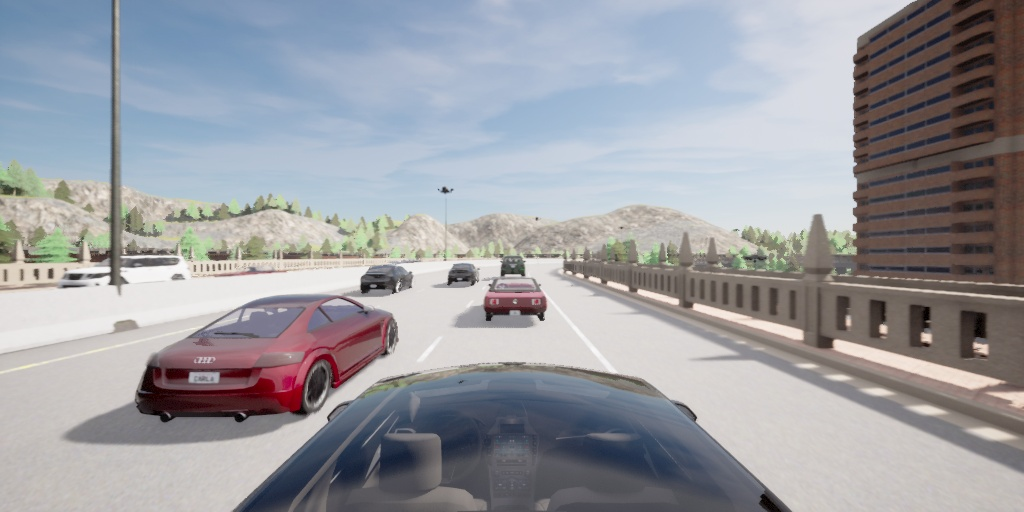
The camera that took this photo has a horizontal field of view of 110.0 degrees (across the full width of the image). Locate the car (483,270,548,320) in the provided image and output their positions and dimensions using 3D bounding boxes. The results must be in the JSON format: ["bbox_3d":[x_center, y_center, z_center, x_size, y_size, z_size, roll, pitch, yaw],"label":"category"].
[{"bbox_3d":[0.096,1.351,12.550,1.895,1.301,4.718,0,0,0],"label":"car"}]

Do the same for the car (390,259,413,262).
[{"bbox_3d":[-13.749,1.277,42.417,1.812,1.442,4.674,0,0,4],"label":"car"}]

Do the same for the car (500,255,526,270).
[{"bbox_3d":[0.096,0.973,32.356,2.150,2.045,5.566,0,0,0],"label":"car"}]

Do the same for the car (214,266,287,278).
[{"bbox_3d":[-17.597,1.352,24.332,1.895,1.301,4.718,0,0,0],"label":"car"}]

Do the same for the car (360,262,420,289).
[{"bbox_3d":[-6.906,1.256,20.278,1.837,1.490,4.892,0,0,0],"label":"car"}]

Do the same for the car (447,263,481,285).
[{"bbox_3d":[-3.409,1.256,25.709,1.837,1.490,4.892,0,0,0],"label":"car"}]

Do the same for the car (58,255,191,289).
[{"bbox_3d":[-21.101,0.973,19.981,2.150,2.045,5.566,0,0,0],"label":"car"}]

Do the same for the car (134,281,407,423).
[{"bbox_3d":[-3.403,1.314,5.969,1.994,1.385,4.181,0,0,0],"label":"car"}]
